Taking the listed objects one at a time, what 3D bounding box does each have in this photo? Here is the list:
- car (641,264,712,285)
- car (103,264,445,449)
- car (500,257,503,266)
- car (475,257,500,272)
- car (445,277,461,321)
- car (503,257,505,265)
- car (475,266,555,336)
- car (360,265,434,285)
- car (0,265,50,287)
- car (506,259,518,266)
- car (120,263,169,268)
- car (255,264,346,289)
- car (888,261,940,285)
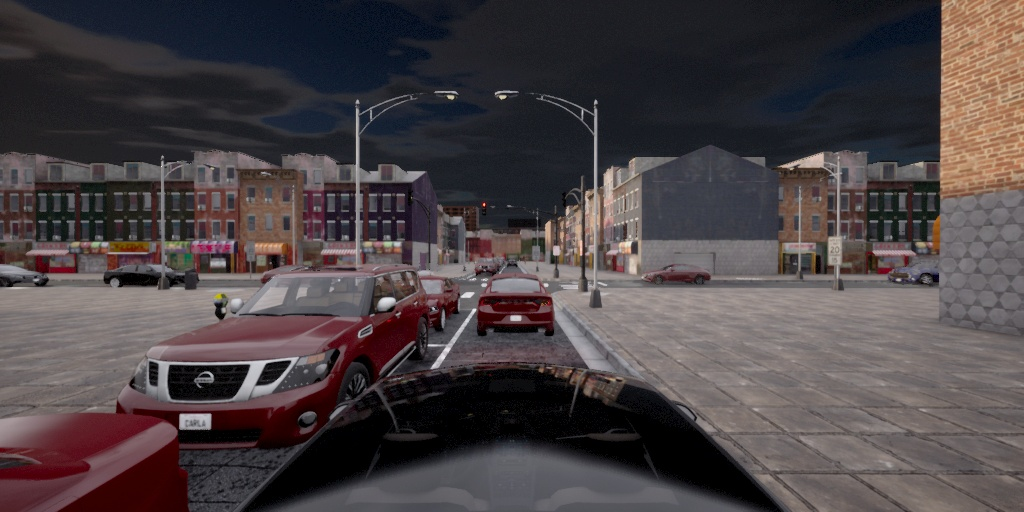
[{"bbox_3d":[11.734,1.283,25.721,4.674,1.442,1.812,0,0,2],"label":"car"},{"bbox_3d":[-2.642,1.064,5.508,2.192,1.841,5.009,0,0,0],"label":"car"},{"bbox_3d":[-2.671,1.077,48.204,2.192,1.841,5.009,0,0,0],"label":"car"},{"bbox_3d":[-2.663,1.069,37.351,2.192,1.841,5.009,0,0,0],"label":"car"},{"bbox_3d":[-2.645,1.293,10.941,1.888,1.381,4.507,0,0,0],"label":"car"},{"bbox_3d":[-2.682,1.332,64.484,2.007,1.370,4.403,0,0,0],"label":"car"},{"bbox_3d":[0.090,1.226,10.405,1.882,1.535,5.008,0,0,0],"label":"car"},{"bbox_3d":[-8.146,1.334,25.750,4.718,1.301,1.895,0,0,0],"label":"car"},{"bbox_3d":[-32.609,1.264,22.820,4.674,1.442,1.812,0,0,0],"label":"car"},{"bbox_3d":[0.057,1.283,64.339,1.837,1.490,4.892,0,-1,0],"label":"car"},{"bbox_3d":[-22.812,1.219,22.811,5.008,1.535,1.882,0,0,0],"label":"car"},{"bbox_3d":[-13.354,1.276,22.837,4.674,1.442,1.812,0,0,-1],"label":"car"},{"bbox_3d":[29.974,1.138,25.691,4.553,1.767,2.097,0,0,1],"label":"car"}]
